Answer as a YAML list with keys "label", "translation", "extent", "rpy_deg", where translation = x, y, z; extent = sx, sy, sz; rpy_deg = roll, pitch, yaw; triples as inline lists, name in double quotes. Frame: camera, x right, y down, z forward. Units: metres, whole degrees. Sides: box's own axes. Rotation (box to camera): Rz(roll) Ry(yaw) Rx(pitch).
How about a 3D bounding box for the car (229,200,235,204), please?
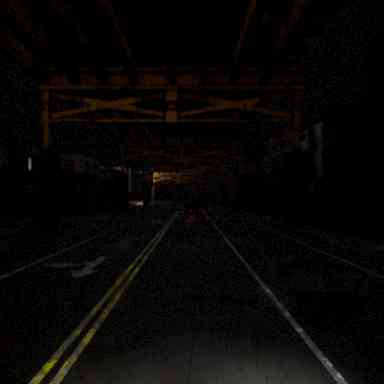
- label: "car"
  translation: [11.895, 2.373, 85.489]
  extent: [4.974, 1.542, 2.038]
  rpy_deg: [0, -1, 30]

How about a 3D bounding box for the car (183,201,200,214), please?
- label: "car"
  translation: [-0.063, 1.964, 42.212]
  extent: [1.837, 1.490, 4.892]
  rpy_deg: [0, 0, 0]
